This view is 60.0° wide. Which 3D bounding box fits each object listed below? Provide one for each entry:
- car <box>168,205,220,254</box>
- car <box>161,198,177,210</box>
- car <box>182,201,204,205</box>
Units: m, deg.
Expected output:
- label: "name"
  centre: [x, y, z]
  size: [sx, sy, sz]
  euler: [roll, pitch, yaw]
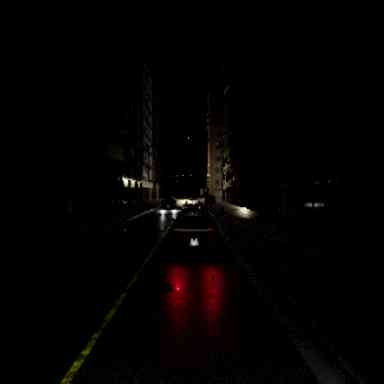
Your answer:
- label: "car"
  centre: [0.085, 1.520, 13.693]
  size: [2.128, 1.511, 4.902]
  euler: [0, 0, 0]
- label: "car"
  centre: [-3.085, 1.576, 44.999]
  size: [1.837, 1.490, 4.892]
  euler: [0, 0, 0]
- label: "car"
  centre: [0.091, 1.546, 30.683]
  size: [2.128, 1.511, 4.902]
  euler: [0, 0, 0]
